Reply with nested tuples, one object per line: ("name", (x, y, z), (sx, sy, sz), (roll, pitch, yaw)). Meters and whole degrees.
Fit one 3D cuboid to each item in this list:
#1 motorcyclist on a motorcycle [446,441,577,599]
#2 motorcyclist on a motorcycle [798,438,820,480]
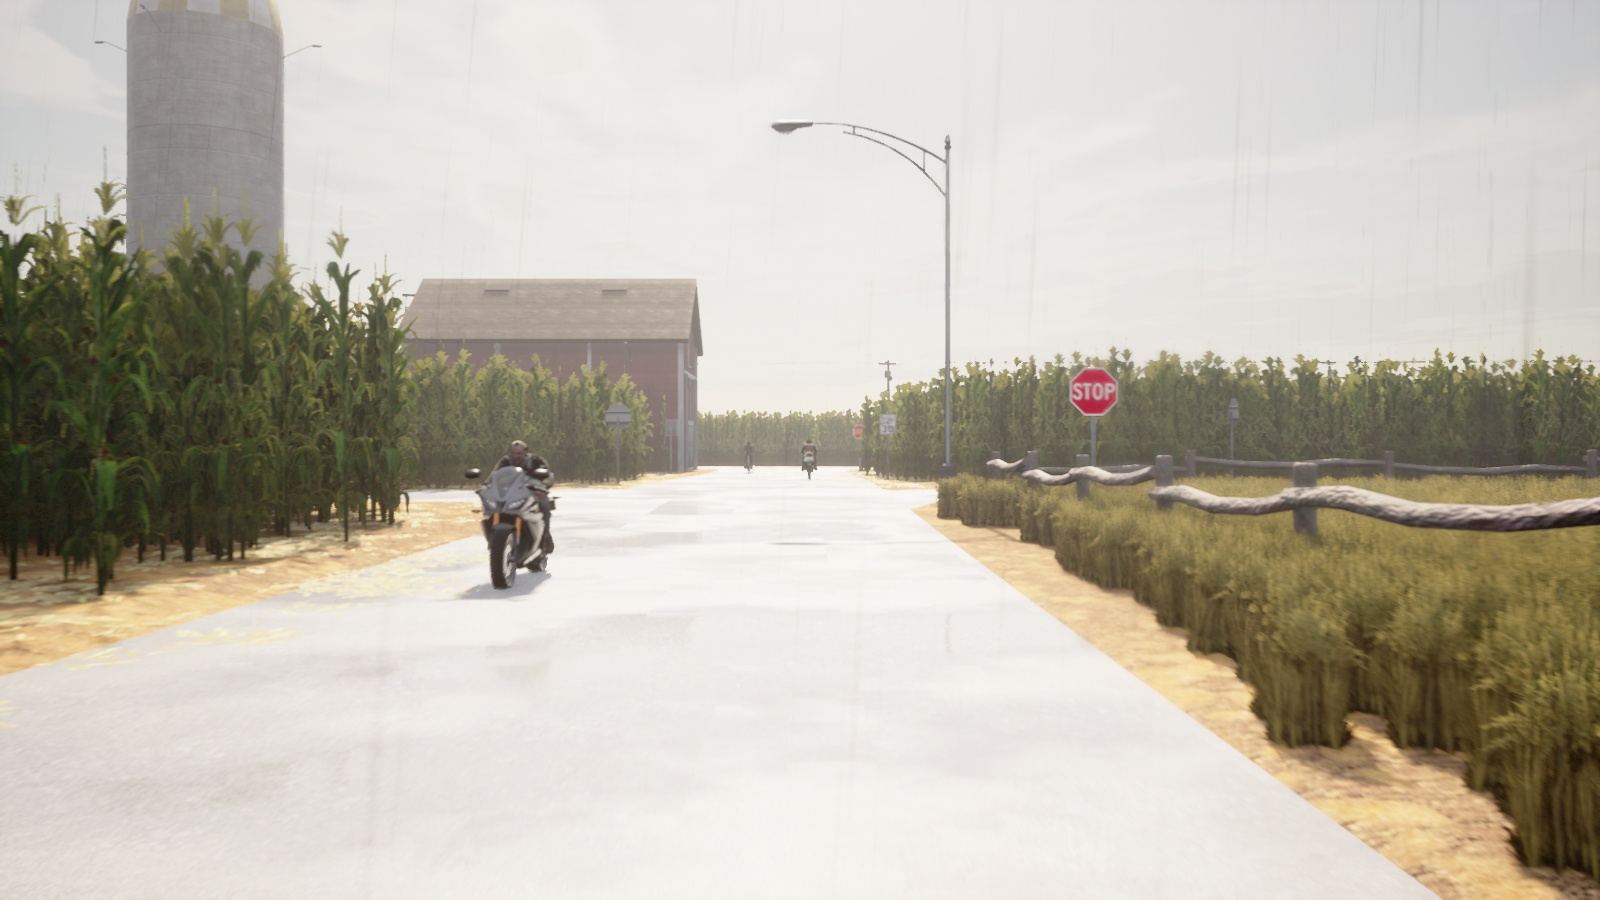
("motorcyclist on a motorcycle", (-2.992, 0.674, 13.289), (0.866, 1.530, 2.191), (0, 1, 0))
("motorcyclist on a motorcycle", (0.344, 0.344, 47.014), (0.797, 1.523, 2.044), (0, 0, 0))
